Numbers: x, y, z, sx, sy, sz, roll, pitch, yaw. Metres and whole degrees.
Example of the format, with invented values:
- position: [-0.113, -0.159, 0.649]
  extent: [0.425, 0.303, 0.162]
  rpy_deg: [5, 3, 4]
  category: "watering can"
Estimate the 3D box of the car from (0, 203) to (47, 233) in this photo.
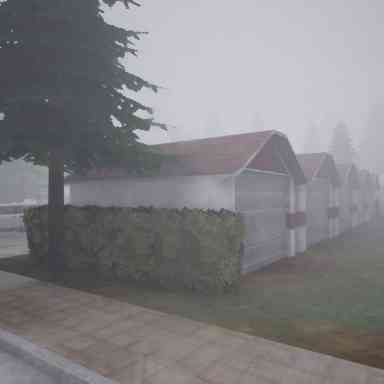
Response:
- position: [-11.599, 1.705, 20.781]
  extent: [2.150, 2.045, 5.566]
  rpy_deg: [-1, -1, 36]
  category: "car"
